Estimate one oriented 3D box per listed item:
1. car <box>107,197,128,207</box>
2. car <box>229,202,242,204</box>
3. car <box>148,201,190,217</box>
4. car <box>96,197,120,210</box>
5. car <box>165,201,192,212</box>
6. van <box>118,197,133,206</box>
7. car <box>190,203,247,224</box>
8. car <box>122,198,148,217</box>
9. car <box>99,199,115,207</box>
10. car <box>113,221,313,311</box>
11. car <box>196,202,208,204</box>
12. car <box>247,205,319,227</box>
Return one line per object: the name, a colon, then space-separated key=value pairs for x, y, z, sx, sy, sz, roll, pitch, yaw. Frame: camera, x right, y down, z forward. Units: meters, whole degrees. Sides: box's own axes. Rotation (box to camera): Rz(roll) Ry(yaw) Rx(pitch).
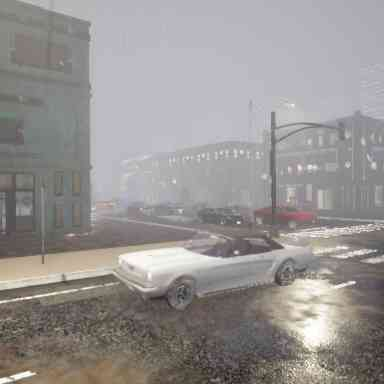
car: x=-14.501 y=1.939 z=64.305 sx=2.192 sy=1.841 sz=5.009 roll=-1 pitch=0 yaw=-35
car: x=4.341 y=1.809 z=36.953 sx=2.008 sy=1.369 sz=4.403 roll=-2 pitch=0 yaw=-35
car: x=-2.545 y=1.851 z=36.764 sx=2.128 sy=1.511 sz=4.902 roll=-1 pitch=0 yaw=-35
car: x=-13.765 y=2.057 z=53.197 sx=1.882 sy=1.535 sz=5.008 roll=-1 pitch=-1 yaw=-34
car: x=-1.937 y=1.965 z=46.071 sx=1.802 sy=1.307 sz=4.206 roll=-1 pitch=0 yaw=-35
van: x=-11.361 y=1.906 z=59.747 sx=1.690 sy=1.788 sz=3.998 roll=-1 pitch=0 yaw=-35
car: x=2.071 y=1.814 z=25.260 sx=1.947 sy=1.339 sz=4.313 roll=-1 pitch=0 yaw=-35
car: x=-5.702 y=1.846 z=36.757 sx=1.967 sy=1.590 sz=4.097 roll=-1 pitch=0 yaw=-35
car: x=-17.635 y=2.227 z=68.864 sx=1.887 sy=1.381 sz=4.507 roll=-1 pitch=0 yaw=-35
car: x=0.629 y=1.600 z=7.856 sx=4.718 sy=1.301 sz=1.895 roll=0 pitch=0 yaw=-33
car: x=1.202 y=1.903 z=41.512 sx=1.802 sy=1.307 sz=4.206 roll=-1 pitch=0 yaw=-35
car: x=6.468 y=1.653 z=23.395 sx=1.882 sy=1.535 sz=5.008 roll=-1 pitch=0 yaw=-32
